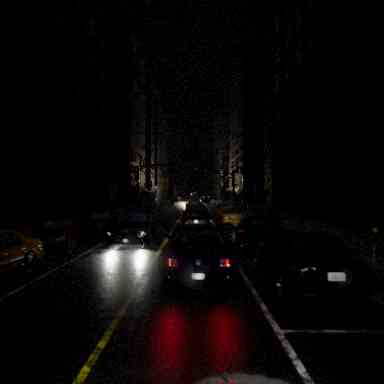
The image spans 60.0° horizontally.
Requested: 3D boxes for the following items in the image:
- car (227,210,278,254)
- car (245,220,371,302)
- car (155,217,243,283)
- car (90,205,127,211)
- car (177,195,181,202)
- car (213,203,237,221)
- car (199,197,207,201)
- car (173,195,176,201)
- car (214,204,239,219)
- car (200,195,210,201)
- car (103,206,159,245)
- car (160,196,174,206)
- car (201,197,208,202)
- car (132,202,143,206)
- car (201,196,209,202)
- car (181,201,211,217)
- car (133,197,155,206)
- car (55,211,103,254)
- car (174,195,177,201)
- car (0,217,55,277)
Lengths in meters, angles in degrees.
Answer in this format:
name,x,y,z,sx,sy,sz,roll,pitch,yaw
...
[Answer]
name,x,y,z,sx,sy,sz,roll,pitch,yaw
car,2.739,1.646,13.644,1.947,1.339,4.313,0,0,0
car,2.694,1.617,8.231,1.947,1.339,4.313,0,0,0
car,0.169,1.657,9.846,1.895,1.301,4.718,0,0,0
car,-5.242,1.649,19.131,2.008,1.369,4.403,0,0,0
car,-4.668,2.004,89.100,1.947,1.339,4.313,0,0,0
car,2.872,1.745,29.881,1.802,1.307,4.206,0,0,0
car,0.269,1.668,36.008,1.882,1.535,5.008,0,0,0
car,-4.847,1.882,67.285,1.887,1.381,4.507,0,0,0
car,2.829,1.662,24.639,1.752,1.417,4.829,0,0,0
car,3.268,1.839,78.120,1.967,1.590,4.097,0,0,0
car,-2.726,1.635,16.350,2.033,1.411,5.357,0,0,0
car,-4.891,1.862,61.831,2.008,1.369,4.403,0,0,0
car,3.402,2.018,94.482,1.887,1.381,4.507,0,0,0
car,-5.197,1.676,24.544,2.008,1.369,4.403,0,0,0
car,3.357,1.889,89.029,1.967,1.590,4.097,0,0,0
car,0.281,1.634,23.583,1.837,1.490,4.892,0,0,1
car,-5.108,1.495,35.370,2.192,1.841,5.009,0,0,0
car,-5.286,1.652,13.719,1.802,1.307,4.206,0,0,0
car,-4.803,1.888,72.569,1.752,1.417,4.829,0,0,0
car,-5.332,1.564,8.136,1.752,1.417,4.829,0,0,0
